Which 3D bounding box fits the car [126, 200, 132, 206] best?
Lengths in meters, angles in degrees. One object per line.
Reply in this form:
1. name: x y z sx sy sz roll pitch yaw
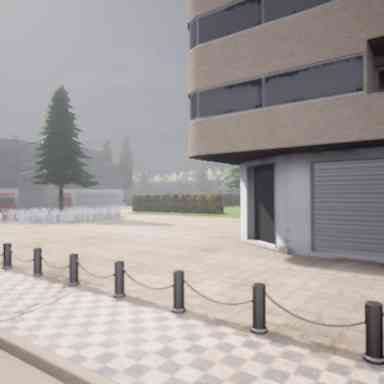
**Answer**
1. car: -10.810 1.944 64.925 1.837 1.490 4.892 -1 -1 36
